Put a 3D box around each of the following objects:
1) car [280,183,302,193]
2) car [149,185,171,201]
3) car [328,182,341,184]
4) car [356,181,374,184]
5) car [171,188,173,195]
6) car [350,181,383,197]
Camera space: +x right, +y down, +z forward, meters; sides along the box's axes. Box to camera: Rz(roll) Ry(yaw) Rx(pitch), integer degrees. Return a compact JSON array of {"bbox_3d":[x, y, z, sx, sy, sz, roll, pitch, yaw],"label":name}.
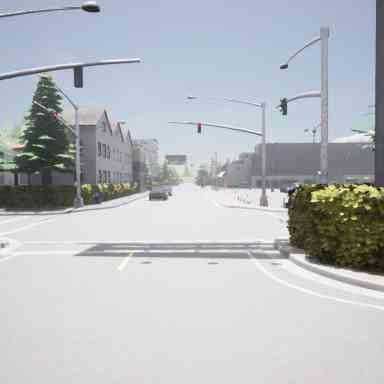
[{"bbox_3d":[15.130,-0.536,52.129,2.007,1.523,4.514,-1,2,-1],"label":"car"},{"bbox_3d":[-3.819,0.131,38.339,1.882,1.535,5.008,-1,2,0],"label":"car"},{"bbox_3d":[25.149,-1.045,59.569,2.152,1.636,5.027,-1,2,-1],"label":"car"},{"bbox_3d":[18.925,-0.181,34.281,1.905,1.878,3.866,-1,2,-1],"label":"car"},{"bbox_3d":[-3.863,-0.205,48.470,2.128,1.511,4.902,-1,2,0],"label":"car"},{"bbox_3d":[22.149,-0.468,42.170,1.932,1.855,4.605,-1,2,-1],"label":"car"}]
